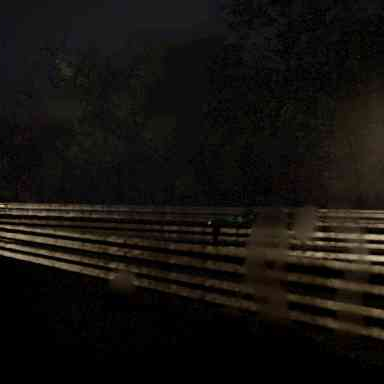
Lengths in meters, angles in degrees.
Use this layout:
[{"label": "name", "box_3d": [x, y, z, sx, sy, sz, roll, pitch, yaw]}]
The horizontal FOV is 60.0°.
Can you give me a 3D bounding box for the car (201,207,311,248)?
[{"label": "car", "box_3d": [2.662, 1.398, 13.916, 4.553, 1.767, 2.097, 0, 0, 22]}]
